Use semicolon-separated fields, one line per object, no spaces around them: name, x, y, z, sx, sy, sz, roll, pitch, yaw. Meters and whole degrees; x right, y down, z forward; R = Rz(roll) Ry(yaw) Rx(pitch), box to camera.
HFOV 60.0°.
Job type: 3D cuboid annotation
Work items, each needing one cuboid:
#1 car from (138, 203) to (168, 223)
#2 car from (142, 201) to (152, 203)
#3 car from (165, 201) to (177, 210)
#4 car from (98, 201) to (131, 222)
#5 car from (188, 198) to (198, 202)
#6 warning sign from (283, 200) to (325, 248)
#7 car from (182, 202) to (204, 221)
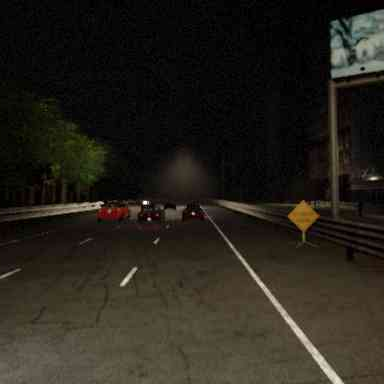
car;-3.392;1.892;28.658;1.895;1.301;4.718;0;-1;0
car;-6.899;2.094;51.429;1.994;1.385;4.181;0;-1;0
car;-3.398;2.060;51.596;1.812;1.442;4.674;0;-1;0
car;-6.893;1.655;29.874;2.097;1.767;4.553;0;-1;0
car;0.096;2.020;51.372;2.128;1.511;4.902;0;-1;1
warning sign;4.541;1.258;13.586;1.300;1.860;1.060;-1;-1;0
car;0.107;1.878;30.939;1.994;1.385;4.181;0;-1;0
